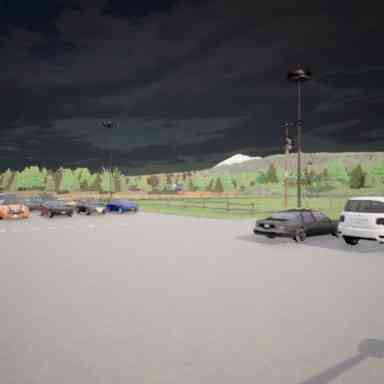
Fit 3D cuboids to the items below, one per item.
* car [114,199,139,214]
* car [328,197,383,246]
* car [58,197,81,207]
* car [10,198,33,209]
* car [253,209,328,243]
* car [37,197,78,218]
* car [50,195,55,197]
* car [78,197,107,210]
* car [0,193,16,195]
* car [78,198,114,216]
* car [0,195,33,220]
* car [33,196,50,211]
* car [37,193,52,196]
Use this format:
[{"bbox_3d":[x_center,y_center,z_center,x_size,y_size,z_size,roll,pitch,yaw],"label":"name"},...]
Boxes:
[{"bbox_3d":[-7.392,1.471,35.266,1.882,1.535,5.008,0,0,-36],"label":"car"},{"bbox_3d":[8.464,1.215,14.080,5.566,2.045,2.150,0,0,-36],"label":"car"},{"bbox_3d":[-19.050,1.540,51.534,2.033,1.411,5.357,0,0,-36],"label":"car"},{"bbox_3d":[-23.461,1.543,45.633,2.033,1.411,5.357,0,0,-35],"label":"car"},{"bbox_3d":[5.363,1.541,16.167,5.357,1.411,2.033,0,0,-36],"label":"car"},{"bbox_3d":[-12.271,1.474,30.053,1.882,1.535,5.008,0,0,-36],"label":"car"},{"bbox_3d":[-15.386,1.472,40.376,1.882,1.535,5.008,0,0,-36],"label":"car"},{"bbox_3d":[-12.924,1.485,42.985,2.128,1.511,4.902,0,0,-36],"label":"car"},{"bbox_3d":[-20.976,1.219,36.123,2.150,2.045,5.566,0,0,-36],"label":"car"},{"bbox_3d":[-9.961,1.486,32.838,2.128,1.511,4.902,0,0,-36],"label":"car"},{"bbox_3d":[-15.362,1.350,28.354,2.097,1.767,4.553,0,0,-36],"label":"car"},{"bbox_3d":[-17.769,1.501,37.674,1.837,1.490,4.892,0,0,-36],"label":"car"},{"bbox_3d":[-21.624,1.216,49.121,2.150,2.045,5.566,0,0,-36],"label":"car"}]
